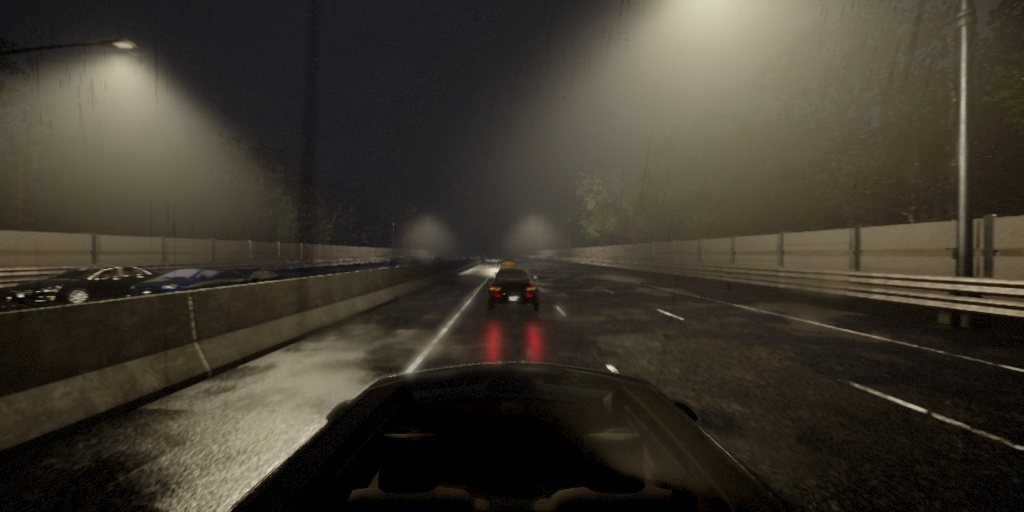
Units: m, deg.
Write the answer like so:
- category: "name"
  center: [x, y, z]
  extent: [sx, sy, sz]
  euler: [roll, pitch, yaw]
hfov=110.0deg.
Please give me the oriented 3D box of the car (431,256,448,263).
- category: "car"
  center: [-11.429, 0.753, 56.876]
  extent: [2.097, 1.767, 4.553]
  euler: [0, 0, -1]

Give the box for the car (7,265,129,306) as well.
- category: "car"
  center: [-17.662, 1.176, 15.300]
  extent: [1.837, 1.490, 4.892]
  euler: [0, 0, 0]

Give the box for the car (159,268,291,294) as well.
- category: "car"
  center: [-10.654, 1.202, 14.159]
  extent: [1.812, 1.442, 4.674]
  euler: [0, 0, 0]

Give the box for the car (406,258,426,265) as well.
- category: "car"
  center: [-14.932, 0.964, 56.987]
  extent: [1.994, 1.385, 4.181]
  euler: [0, 0, -1]

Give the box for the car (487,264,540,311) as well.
- category: "car"
  center: [0.044, 1.198, 13.985]
  extent: [1.812, 1.442, 4.674]
  euler: [0, 0, 0]

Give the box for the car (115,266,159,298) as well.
- category: "car"
  center: [-14.166, 1.230, 15.866]
  extent: [1.994, 1.385, 4.181]
  euler: [0, 0, 0]

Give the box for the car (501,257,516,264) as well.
- category: "car"
  center: [-0.492, 0.925, 46.097]
  extent: [1.801, 1.575, 5.366]
  euler: [0, 0, -1]

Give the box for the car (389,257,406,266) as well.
- category: "car"
  center: [-18.467, 0.885, 58.416]
  extent: [2.128, 1.511, 4.902]
  euler: [0, 0, -1]
